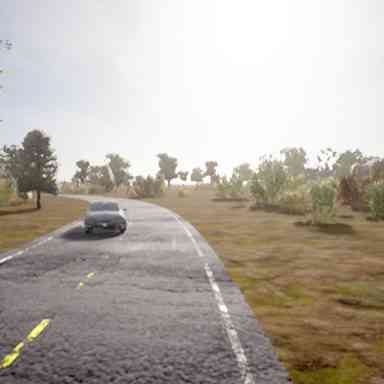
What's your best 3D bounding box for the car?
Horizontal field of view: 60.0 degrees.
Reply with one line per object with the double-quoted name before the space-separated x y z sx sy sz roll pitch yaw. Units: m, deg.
"car" -4.469 1.182 17.012 1.837 1.490 4.892 0 1 -15
